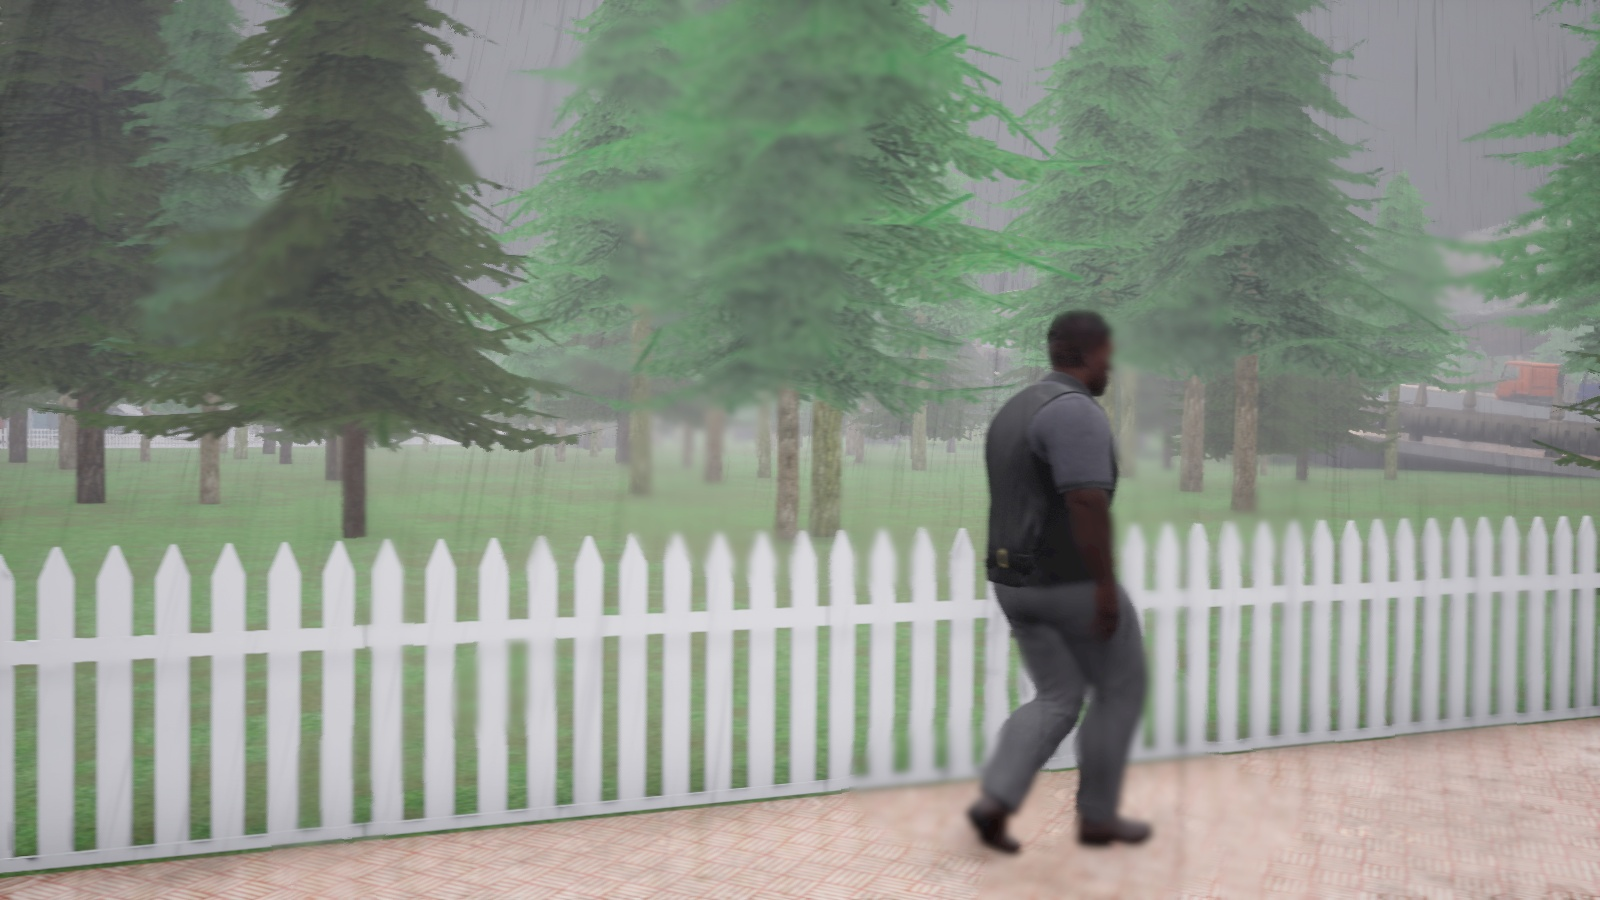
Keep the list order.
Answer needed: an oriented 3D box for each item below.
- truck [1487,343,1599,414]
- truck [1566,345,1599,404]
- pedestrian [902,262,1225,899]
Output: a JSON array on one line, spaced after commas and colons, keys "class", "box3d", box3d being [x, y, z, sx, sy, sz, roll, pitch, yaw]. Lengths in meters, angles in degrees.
[{"class": "truck", "box3d": [44.209, -4.156, 72.223, 2.891, 3.462, 7.936, -1, 8, -22]}, {"class": "truck", "box3d": [50.654, -4.282, 74.953, 2.891, 3.462, 7.936, -1, 8, -22]}, {"class": "pedestrian", "box3d": [0.850, 0.381, 4.106, 0.849, 1.883, 0.563, -1, 1, -20]}]
